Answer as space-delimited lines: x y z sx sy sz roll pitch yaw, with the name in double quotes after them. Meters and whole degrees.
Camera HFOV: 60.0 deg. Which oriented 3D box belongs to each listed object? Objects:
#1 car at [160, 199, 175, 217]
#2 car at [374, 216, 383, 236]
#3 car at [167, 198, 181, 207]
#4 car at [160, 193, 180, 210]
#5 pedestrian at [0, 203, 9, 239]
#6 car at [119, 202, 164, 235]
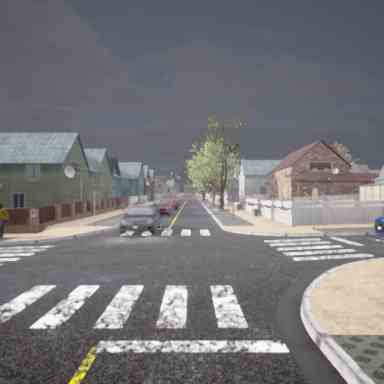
-2.875 1.595 30.973 1.895 1.301 4.718 0 0 0 "car"
10.398 1.185 14.118 5.008 1.535 1.882 -2 -1 -2 "car"
-2.859 1.584 53.331 1.895 1.301 4.718 0 0 0 "car"
-2.895 1.212 43.139 2.150 2.045 5.566 0 0 0 "car"
-9.707 1.457 16.929 0.375 1.860 0.375 0 0 0 "pedestrian"
-2.863 1.525 19.106 1.812 1.442 4.674 0 0 0 "car"
